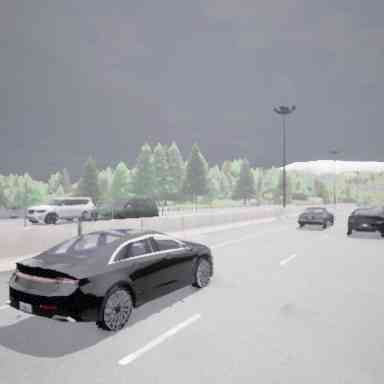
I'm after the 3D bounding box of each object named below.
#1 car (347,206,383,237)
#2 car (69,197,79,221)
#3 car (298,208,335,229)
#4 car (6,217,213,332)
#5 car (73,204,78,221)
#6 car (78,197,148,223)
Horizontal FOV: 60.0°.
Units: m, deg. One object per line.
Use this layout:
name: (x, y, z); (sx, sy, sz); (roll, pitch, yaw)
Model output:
car: (10.545, 1.717, 19.923); (1.882, 1.535, 5.008); (0, -2, 31)
car: (-10.288, 1.437, 26.418); (2.150, 2.045, 5.566); (0, -1, 31)
car: (9.254, 1.857, 24.571); (2.033, 1.411, 5.357); (0, -1, 31)
car: (-1.251, 1.535, 7.088); (2.128, 1.511, 4.902); (0, 0, 31)
car: (-6.646, 1.788, 25.680); (1.994, 1.385, 4.181); (0, -1, 31)
car: (-4.530, 1.411, 22.409); (2.150, 2.045, 5.566); (0, -1, 31)
